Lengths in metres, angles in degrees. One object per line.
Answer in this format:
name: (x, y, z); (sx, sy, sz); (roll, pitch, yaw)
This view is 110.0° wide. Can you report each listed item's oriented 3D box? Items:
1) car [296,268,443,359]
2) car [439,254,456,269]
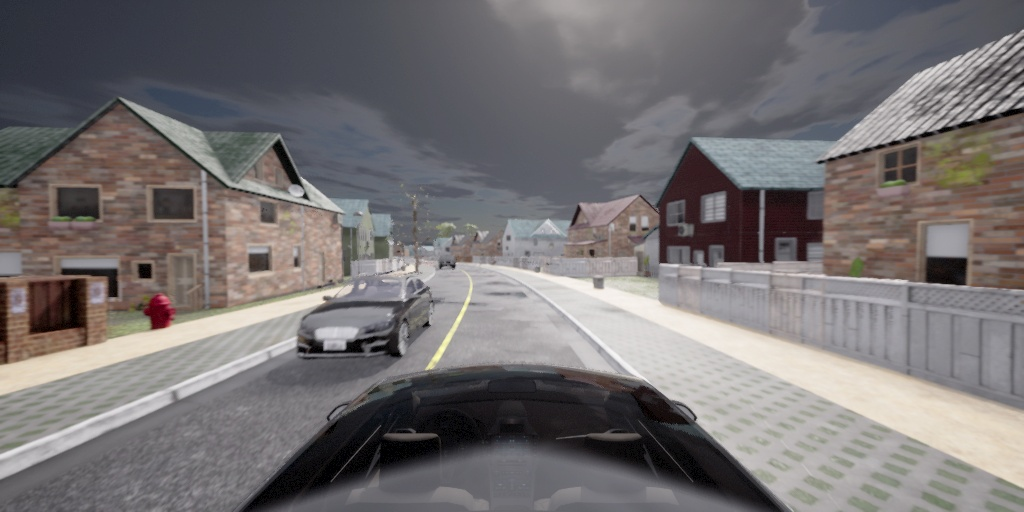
car: (-3.059, 1.208, 8.450); (2.128, 1.511, 4.902); (0, 0, -2)
car: (-9.165, 0.790, 50.764); (2.150, 2.045, 5.566); (-1, 0, -14)
